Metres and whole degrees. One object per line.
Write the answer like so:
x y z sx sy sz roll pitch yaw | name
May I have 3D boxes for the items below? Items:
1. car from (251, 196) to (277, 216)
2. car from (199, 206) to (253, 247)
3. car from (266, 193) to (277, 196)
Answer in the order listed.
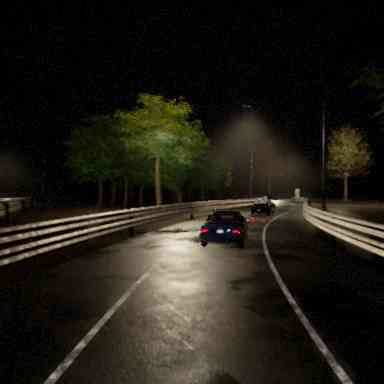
7.188 1.511 33.294 2.128 1.511 4.902 0 0 22 | car
1.557 1.553 15.154 2.033 1.411 5.357 0 0 11 | car
21.191 1.196 88.705 2.150 2.045 5.566 0 0 3 | car
